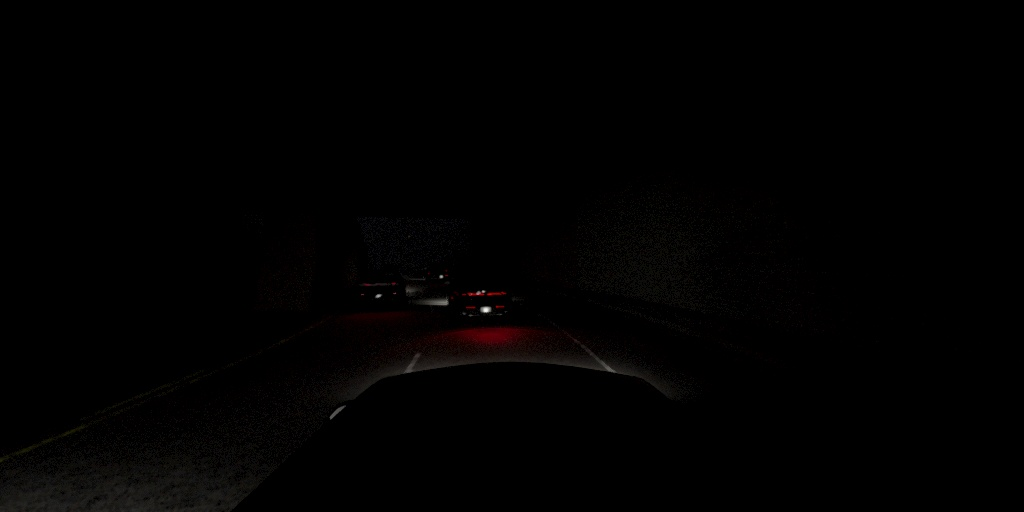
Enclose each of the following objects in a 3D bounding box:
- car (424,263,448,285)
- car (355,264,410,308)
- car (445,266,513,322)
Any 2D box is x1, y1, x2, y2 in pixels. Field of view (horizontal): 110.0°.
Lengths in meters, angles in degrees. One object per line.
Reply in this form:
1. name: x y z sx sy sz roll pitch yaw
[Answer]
1. car: -6.073 1.317 29.488 1.837 1.490 4.892 0 0 -17
2. car: -5.593 1.292 15.703 2.128 1.511 4.902 0 0 -15
3. car: -1.237 1.270 12.499 1.837 1.490 4.892 0 0 -12
